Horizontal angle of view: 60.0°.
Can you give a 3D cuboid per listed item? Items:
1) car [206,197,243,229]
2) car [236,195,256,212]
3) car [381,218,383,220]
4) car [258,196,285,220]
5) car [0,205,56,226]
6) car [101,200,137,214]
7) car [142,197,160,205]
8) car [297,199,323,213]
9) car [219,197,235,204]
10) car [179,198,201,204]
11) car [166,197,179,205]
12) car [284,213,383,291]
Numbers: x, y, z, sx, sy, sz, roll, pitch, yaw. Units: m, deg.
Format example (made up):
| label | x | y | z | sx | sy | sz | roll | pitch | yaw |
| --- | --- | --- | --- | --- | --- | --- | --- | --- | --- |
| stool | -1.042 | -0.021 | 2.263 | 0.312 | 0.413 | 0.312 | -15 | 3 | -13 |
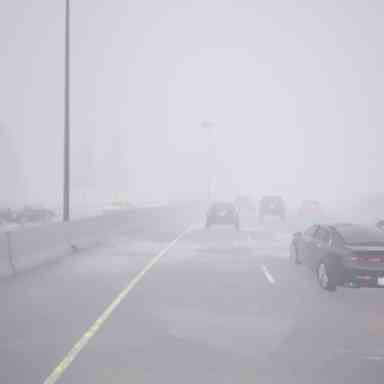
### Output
| label | x | y | z | sx | sy | sz | roll | pitch | yaw |
| --- | --- | --- | --- | --- | --- | --- | --- | --- | --- |
| car | 2.194 | 1.439 | 22.689 | 2.097 | 1.767 | 4.553 | 0 | 0 | 9 |
| car | 6.503 | 1.387 | 40.851 | 2.150 | 2.045 | 5.566 | 0 | 0 | 17 |
| car | 7.826 | 1.596 | 12.245 | 1.812 | 1.442 | 4.674 | 0 | 0 | 5 |
| car | 7.120 | 1.351 | 29.690 | 2.150 | 2.045 | 5.566 | 0 | 0 | 13 |
| car | -11.993 | 1.645 | 24.055 | 1.895 | 1.301 | 4.718 | 0 | 0 | 10 |
| car | -6.916 | 1.566 | 31.796 | 1.882 | 1.535 | 5.008 | 0 | 0 | 13 |
| car | -7.724 | 1.721 | 63.313 | 1.812 | 1.442 | 4.674 | 0 | 0 | 23 |
| car | 11.425 | 1.506 | 32.448 | 2.097 | 1.767 | 4.553 | 0 | 0 | 14 |
| car | 7.378 | 1.716 | 70.556 | 1.994 | 1.385 | 4.181 | 0 | 0 | 27 |
| car | 0.085 | 1.772 | 63.733 | 2.033 | 1.411 | 5.357 | 0 | 0 | 25 |
| car | -3.095 | 1.766 | 65.211 | 2.033 | 1.411 | 5.357 | 0 | 0 | 25 |
| car | 4.051 | 1.551 | 9.071 | 1.837 | 1.490 | 4.892 | 0 | 0 | 4 |
